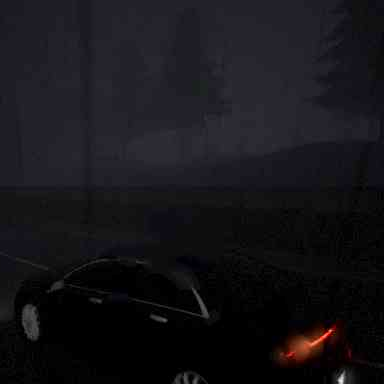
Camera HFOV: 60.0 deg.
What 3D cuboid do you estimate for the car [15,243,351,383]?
[{"bbox_3d":[-0.554,1.471,4.528,4.892,1.490,1.837,0,0,37],"label":"car"}]
